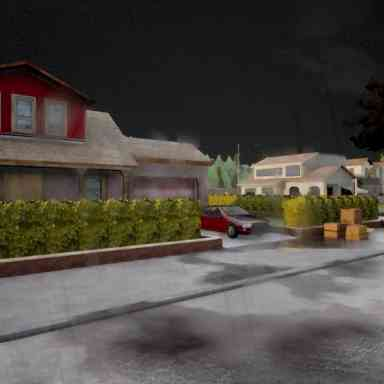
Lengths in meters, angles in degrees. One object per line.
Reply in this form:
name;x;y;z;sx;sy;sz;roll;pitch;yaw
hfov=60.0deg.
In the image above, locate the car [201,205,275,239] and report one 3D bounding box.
car;1.561;1.356;16.546;2.033;1.415;5.357;0;0;-33
